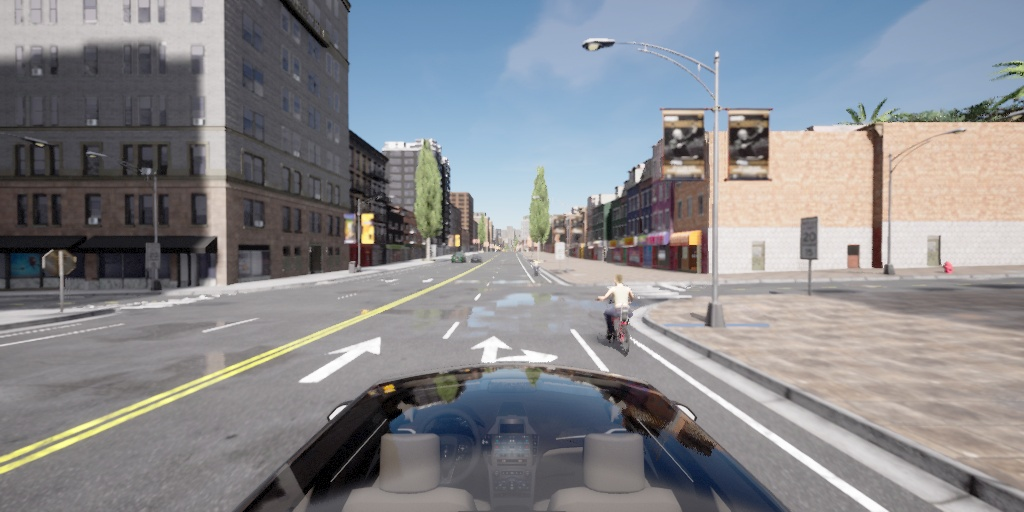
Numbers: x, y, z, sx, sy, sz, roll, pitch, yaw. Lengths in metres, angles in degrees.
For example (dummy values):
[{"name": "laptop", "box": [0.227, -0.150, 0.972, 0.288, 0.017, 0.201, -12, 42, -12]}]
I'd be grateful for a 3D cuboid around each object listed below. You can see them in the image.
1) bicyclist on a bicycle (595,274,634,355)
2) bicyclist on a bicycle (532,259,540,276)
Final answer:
[{"name": "bicyclist on a bicycle", "box": [2.269, 1.185, 7.727, 0.866, 1.612, 1.509, 0, 0, 0]}, {"name": "bicyclist on a bicycle", "box": [2.236, 1.058, 33.243, 0.866, 1.612, 1.509, 0, 1, 0]}]
